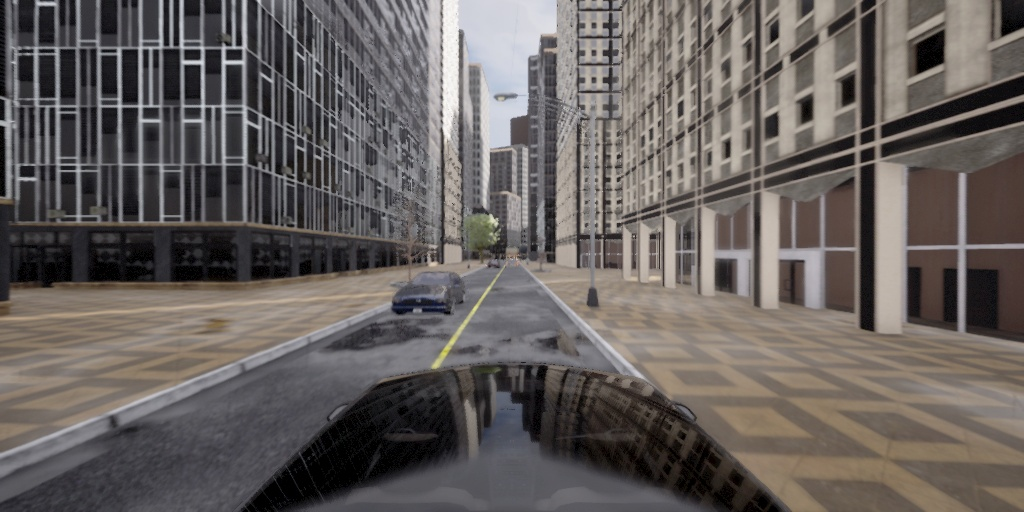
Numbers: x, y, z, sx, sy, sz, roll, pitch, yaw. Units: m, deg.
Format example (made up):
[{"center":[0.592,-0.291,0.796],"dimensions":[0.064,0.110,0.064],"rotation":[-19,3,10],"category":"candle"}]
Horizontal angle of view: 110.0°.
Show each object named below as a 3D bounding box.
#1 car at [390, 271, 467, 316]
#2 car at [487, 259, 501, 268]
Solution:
[{"center":[-2.850,1.263,13.478],"dimensions":[2.033,1.411,5.357],"rotation":[0,0,0],"category":"car"},{"center":[-2.796,1.210,55.774],"dimensions":[1.994,1.385,4.181],"rotation":[0,0,1],"category":"car"}]
